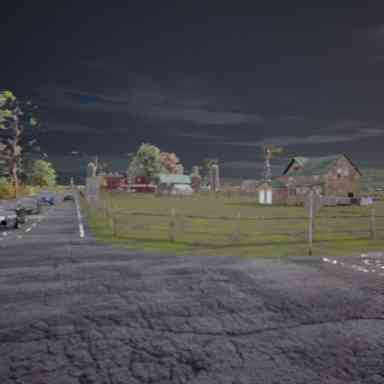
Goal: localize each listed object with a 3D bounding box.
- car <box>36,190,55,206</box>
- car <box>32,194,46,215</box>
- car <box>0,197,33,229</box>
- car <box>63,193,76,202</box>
[{"bbox_3d":[-20.153,0.769,45.874,2.150,2.045,5.566,1,0,-18],"label":"car"},{"bbox_3d":[-14.518,1.197,29.686,1.837,1.490,4.892,1,1,-19],"label":"car"},{"bbox_3d":[-10.989,1.272,19.649,2.128,1.511,4.902,1,0,-20],"label":"car"},{"bbox_3d":[-21.773,0.974,58.968,1.837,1.490,4.892,1,0,-19],"label":"car"}]
